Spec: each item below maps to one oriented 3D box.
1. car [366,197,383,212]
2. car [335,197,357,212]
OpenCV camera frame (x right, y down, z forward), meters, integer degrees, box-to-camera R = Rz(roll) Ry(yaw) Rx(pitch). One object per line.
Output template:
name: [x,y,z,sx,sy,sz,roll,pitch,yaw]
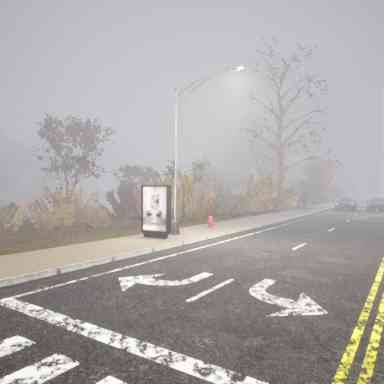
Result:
car: [21.330,1.392,38.257,2.097,1.767,4.553,0,0,30]
car: [18.519,1.389,39.887,2.097,1.767,4.553,0,0,30]
